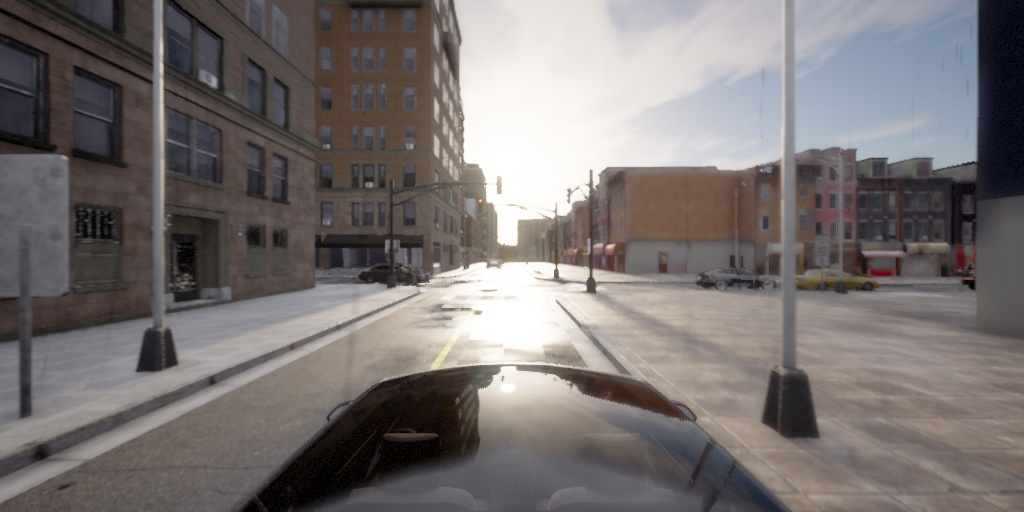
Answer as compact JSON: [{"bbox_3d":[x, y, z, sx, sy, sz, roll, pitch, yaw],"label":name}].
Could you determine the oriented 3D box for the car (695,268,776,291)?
[{"bbox_3d":[13.212,1.360,21.336,4.313,1.339,1.948,0,0,0],"label":"car"}]

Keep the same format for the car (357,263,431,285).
[{"bbox_3d":[-7.807,1.206,23.893,4.674,1.442,1.812,1,0,0],"label":"car"}]

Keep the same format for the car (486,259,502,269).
[{"bbox_3d":[-2.816,1.158,53.526,1.812,1.442,4.674,0,0,0],"label":"car"}]

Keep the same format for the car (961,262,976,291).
[{"bbox_3d":[30.079,1.241,21.376,5.009,1.841,2.192,0,0,0],"label":"car"}]

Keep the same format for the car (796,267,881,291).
[{"bbox_3d":[19.004,1.363,21.350,4.829,1.417,1.751,0,0,0],"label":"car"}]
